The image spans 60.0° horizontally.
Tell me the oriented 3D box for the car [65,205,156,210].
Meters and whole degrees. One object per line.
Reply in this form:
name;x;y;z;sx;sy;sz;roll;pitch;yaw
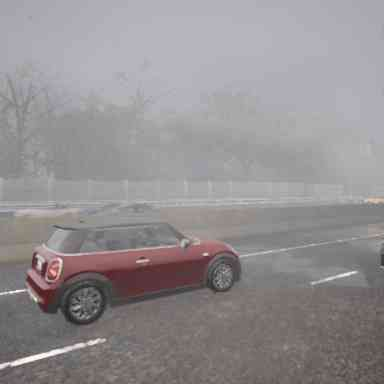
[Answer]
car;-4.160;1.586;18.223;4.718;1.301;1.895;0;0;-36

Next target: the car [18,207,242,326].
car;-1.051;1.345;7.298;4.553;1.767;2.097;0;0;-35

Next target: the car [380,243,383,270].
car;6.734;1.472;8.549;4.902;1.511;2.128;0;0;-35

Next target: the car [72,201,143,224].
car;-6.365;1.486;25.249;4.892;1.490;1.837;0;0;-35

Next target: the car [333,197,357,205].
car;23.303;1.490;50.665;4.181;1.385;1.994;0;0;-35

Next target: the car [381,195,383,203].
car;28.709;1.277;45.933;4.553;1.767;2.097;0;0;-35

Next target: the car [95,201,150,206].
car;-4.236;1.486;22.468;4.892;1.490;1.837;0;0;-35

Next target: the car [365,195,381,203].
car;27.668;1.275;49.471;4.553;1.767;2.097;0;0;-35

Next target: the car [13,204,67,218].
car;-11.280;1.588;26.025;4.718;1.301;1.895;0;0;-36
